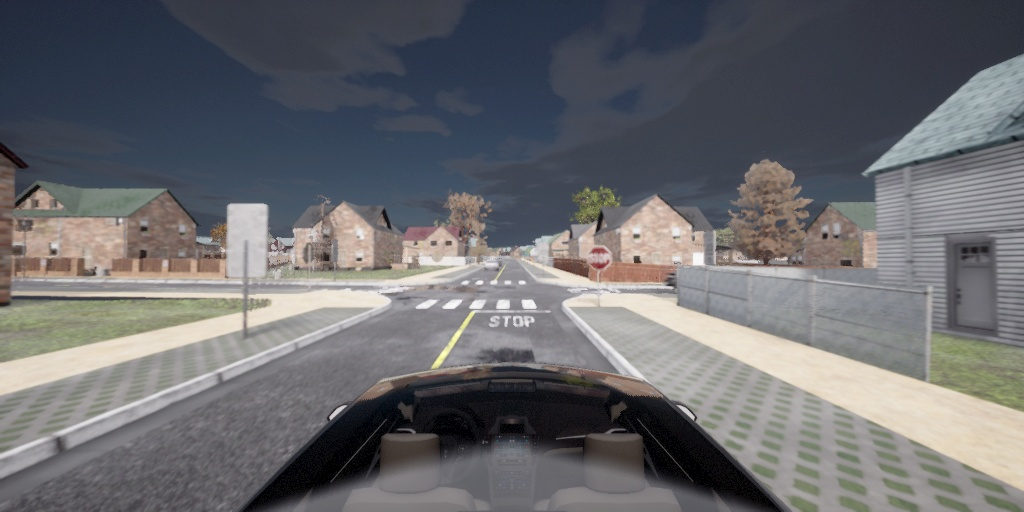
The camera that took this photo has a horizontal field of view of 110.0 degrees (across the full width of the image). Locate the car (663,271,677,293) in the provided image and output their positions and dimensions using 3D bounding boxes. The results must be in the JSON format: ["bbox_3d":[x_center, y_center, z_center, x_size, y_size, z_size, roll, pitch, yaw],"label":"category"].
[{"bbox_3d":[10.828,1.329,19.523,4.902,1.511,2.128,1,-1,0],"label":"car"}]

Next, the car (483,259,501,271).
[{"bbox_3d":[-2.797,1.207,48.895,1.812,1.442,4.674,0,0,0],"label":"car"}]
